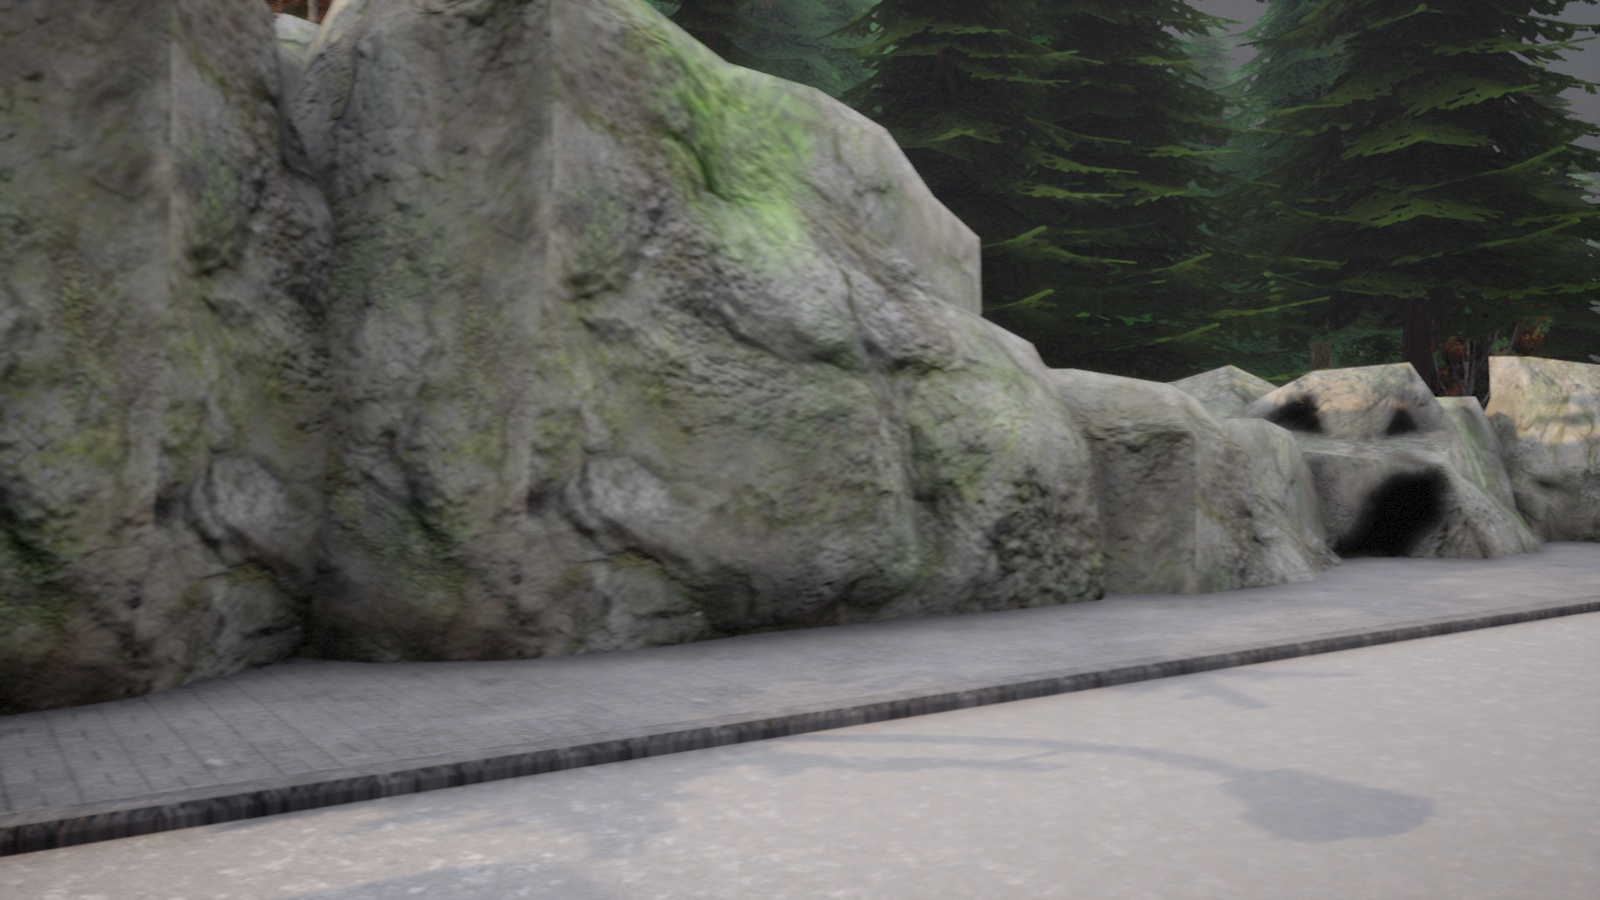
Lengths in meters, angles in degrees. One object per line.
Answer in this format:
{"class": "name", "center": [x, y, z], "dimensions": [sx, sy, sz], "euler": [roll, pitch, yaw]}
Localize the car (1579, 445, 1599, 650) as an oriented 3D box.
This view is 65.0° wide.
{"class": "car", "center": [8.507, 0.729, 10.188], "dimensions": [5.008, 1.535, 1.882], "euler": [0, 0, -35]}
